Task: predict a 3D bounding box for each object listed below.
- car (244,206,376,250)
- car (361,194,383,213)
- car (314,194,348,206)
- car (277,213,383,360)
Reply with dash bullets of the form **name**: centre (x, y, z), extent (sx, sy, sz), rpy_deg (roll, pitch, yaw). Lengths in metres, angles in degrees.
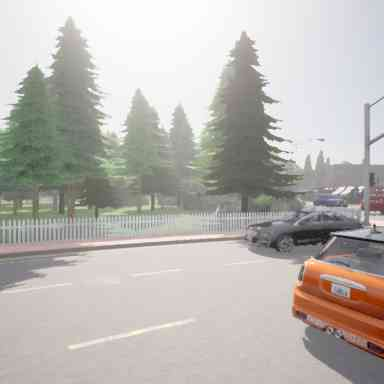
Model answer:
- **car**: centre (4.507, 1.491, 13.376), extent (4.902, 1.511, 2.128), rpy_deg (0, 0, -18)
- **car**: centre (19.339, 1.277, 33.199), extent (2.150, 2.045, 5.566), rpy_deg (0, 0, -8)
- **car**: centre (17.968, 1.277, 43.464), extent (2.150, 2.045, 5.566), rpy_deg (0, 0, -8)
- **car**: centre (3.926, 1.352, 5.437), extent (4.553, 1.767, 2.097), rpy_deg (0, 0, -26)
